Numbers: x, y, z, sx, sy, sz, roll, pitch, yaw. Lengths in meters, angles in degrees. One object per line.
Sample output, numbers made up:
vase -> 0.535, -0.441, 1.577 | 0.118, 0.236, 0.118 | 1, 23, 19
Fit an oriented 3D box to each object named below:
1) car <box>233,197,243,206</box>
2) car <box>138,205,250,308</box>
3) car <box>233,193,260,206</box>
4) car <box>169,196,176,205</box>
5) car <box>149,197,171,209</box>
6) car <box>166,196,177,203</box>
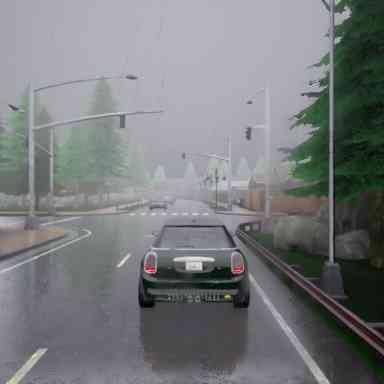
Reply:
car -> 8.809, 1.143, 48.823 | 4.605, 1.855, 1.932 | 0, 0, -1
car -> 0.056, 1.352, 8.090 | 2.097, 1.767, 4.553 | 0, 0, 1
car -> 8.393, 1.145, 51.333 | 3.866, 1.878, 1.905 | 0, 0, -1
car -> -4.169, 1.495, 55.350 | 1.812, 1.442, 4.674 | 0, 0, 0
car -> -4.051, 1.533, 40.543 | 1.994, 1.385, 4.181 | 0, 0, -1
car -> -4.322, 1.521, 70.568 | 1.994, 1.385, 4.181 | 0, 0, -1
